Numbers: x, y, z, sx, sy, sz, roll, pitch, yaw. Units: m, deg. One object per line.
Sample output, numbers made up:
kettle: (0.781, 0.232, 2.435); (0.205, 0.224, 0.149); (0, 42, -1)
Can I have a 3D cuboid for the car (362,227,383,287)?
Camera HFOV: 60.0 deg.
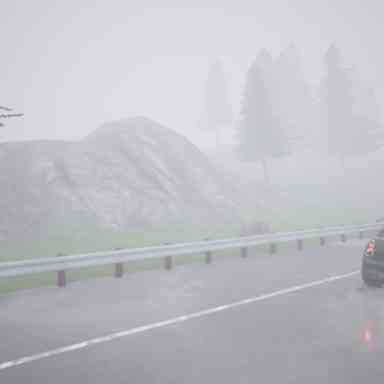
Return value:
car: (6.129, 1.321, 7.980); (4.553, 1.767, 2.097); (0, 0, -35)
